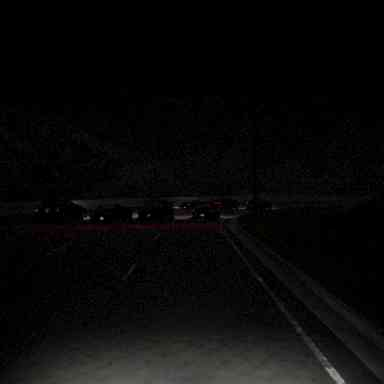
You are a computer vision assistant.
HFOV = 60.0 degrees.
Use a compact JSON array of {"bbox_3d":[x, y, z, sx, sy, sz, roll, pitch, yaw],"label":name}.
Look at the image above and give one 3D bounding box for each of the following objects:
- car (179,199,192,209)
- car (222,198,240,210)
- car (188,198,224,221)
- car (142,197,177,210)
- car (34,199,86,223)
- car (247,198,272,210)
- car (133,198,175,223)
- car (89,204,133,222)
[{"bbox_3d":[0.308,1.579,42.881,1.895,1.301,4.718,0,0,32],"label":"car"},{"bbox_3d":[4.507,1.484,42.823,1.837,1.490,4.892,0,0,34],"label":"car"},{"bbox_3d":[1.191,1.512,26.708,1.812,1.442,4.674,0,0,11],"label":"car"},{"bbox_3d":[-4.074,1.470,42.701,2.128,1.511,4.902,0,0,28],"label":"car"},{"bbox_3d":[-9.888,1.338,25.335,2.097,1.767,4.553,0,0,7],"label":"car"},{"bbox_3d":[8.636,1.505,42.570,1.812,1.442,4.674,0,0,37],"label":"car"},{"bbox_3d":[-2.606,1.465,25.364,1.882,1.535,5.008,0,0,8],"label":"car"},{"bbox_3d":[-6.069,1.588,25.780,1.895,1.301,4.718,0,0,9],"label":"car"}]
